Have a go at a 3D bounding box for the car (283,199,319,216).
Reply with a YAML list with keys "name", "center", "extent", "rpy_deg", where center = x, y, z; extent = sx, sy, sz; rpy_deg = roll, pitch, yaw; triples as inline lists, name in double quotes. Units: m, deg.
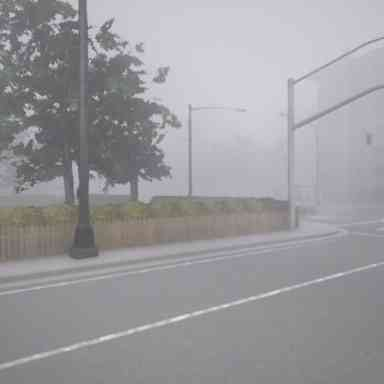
- name: "car"
  center: [9.328, 1.362, 30.594]
  extent: [1.812, 1.442, 4.674]
  rpy_deg: [0, 1, -35]
